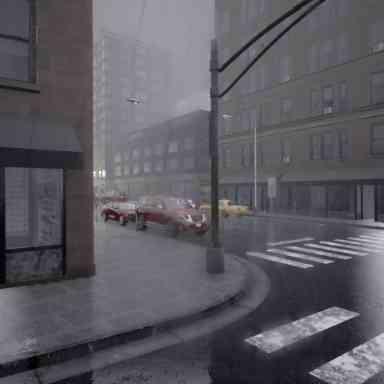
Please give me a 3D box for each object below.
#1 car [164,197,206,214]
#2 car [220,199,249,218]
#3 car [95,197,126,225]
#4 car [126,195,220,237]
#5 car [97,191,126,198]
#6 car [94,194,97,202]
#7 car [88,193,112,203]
[{"bbox_3d":[-0.695,1.203,30.952,1.802,1.307,4.206,1,0,-36],"label":"car"},{"bbox_3d":[2.419,1.222,26.648,1.752,1.417,4.829,1,0,-36],"label":"car"},{"bbox_3d":[-4.393,1.288,21.520,1.887,1.381,4.507,1,0,-36],"label":"car"},{"bbox_3d":[-1.175,1.138,17.079,2.192,1.841,5.009,1,0,-36],"label":"car"},{"bbox_3d":[-10.333,0.717,44.274,2.192,1.841,5.009,1,0,-36],"label":"car"},{"bbox_3d":[-14.228,0.882,45.174,1.837,1.490,4.892,0,1,-35],"label":"car"},{"bbox_3d":[-13.549,0.883,48.717,2.008,1.369,4.403,1,0,-36],"label":"car"}]
